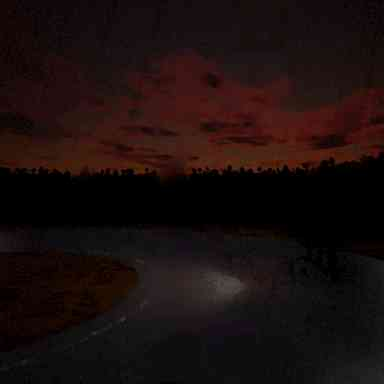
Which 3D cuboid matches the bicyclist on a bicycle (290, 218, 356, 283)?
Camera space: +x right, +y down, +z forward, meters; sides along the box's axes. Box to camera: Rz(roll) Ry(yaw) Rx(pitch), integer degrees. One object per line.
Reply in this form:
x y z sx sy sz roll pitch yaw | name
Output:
3.212 1.455 8.194 1.656 1.620 0.582 -2 0 -2 | bicyclist on a bicycle
